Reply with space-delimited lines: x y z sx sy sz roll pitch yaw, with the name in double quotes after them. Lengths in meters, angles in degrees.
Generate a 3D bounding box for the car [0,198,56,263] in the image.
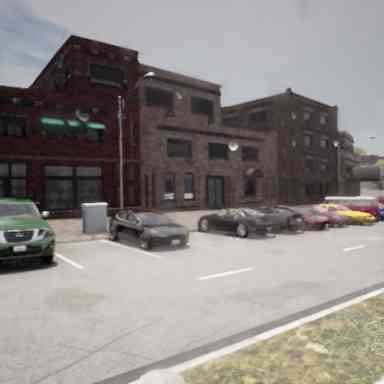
-6.424 1.249 11.543 2.435 2.045 5.566 0 0 -36 "car"

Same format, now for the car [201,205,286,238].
2.322 1.561 18.301 2.231 1.521 4.892 0 0 -38 "car"

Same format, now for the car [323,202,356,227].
8.619 1.645 23.541 2.002 1.452 4.674 0 0 -40 "car"

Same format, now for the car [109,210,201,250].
-2.054 1.551 14.825 2.163 1.488 4.792 0 0 -37 "car"

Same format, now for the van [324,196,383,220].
12.653 1.400 27.223 1.878 1.987 4.442 0 0 -42 "van"

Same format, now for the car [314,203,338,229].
6.556 1.621 21.751 2.163 1.488 4.792 0 0 -40 "car"

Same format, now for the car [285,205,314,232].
4.420 1.607 20.052 2.163 1.488 4.792 0 0 -39 "car"

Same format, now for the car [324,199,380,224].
10.805 1.612 25.185 1.946 1.575 5.366 0 0 -41 "car"

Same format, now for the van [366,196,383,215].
20.726 1.413 34.401 1.878 1.987 4.442 0 0 -43 "van"
